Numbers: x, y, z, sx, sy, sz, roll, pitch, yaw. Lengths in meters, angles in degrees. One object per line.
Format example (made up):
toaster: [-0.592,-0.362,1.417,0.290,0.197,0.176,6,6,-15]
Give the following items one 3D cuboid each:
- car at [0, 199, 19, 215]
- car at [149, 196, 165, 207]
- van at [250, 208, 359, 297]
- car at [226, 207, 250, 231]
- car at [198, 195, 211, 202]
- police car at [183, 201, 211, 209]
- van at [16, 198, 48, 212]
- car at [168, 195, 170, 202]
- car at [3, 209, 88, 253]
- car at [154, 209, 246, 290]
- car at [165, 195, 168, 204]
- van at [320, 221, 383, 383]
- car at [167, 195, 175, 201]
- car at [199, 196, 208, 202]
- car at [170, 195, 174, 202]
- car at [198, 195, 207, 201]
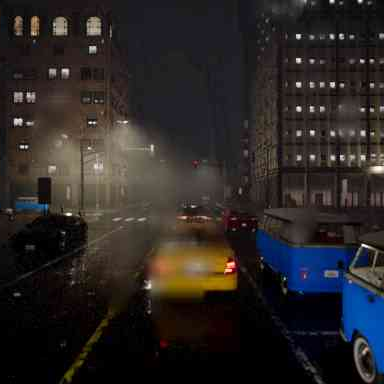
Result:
car: [-19.842,1.649,32.366,4.403,1.369,2.008,0,0,1]
car: [-5.678,1.618,51.877,1.802,1.307,4.206,1,0,0]
van: [2.703,1.350,8.279,1.690,1.788,3.998,1,0,0]
car: [2.701,1.563,19.432,1.887,1.381,4.507,1,0,0]
car: [2.703,1.586,63.179,2.008,1.369,4.403,1,0,0]
police car: [0.105,1.523,19.359,2.038,1.542,4.974,0,0,0]
van: [-19.734,1.561,40.748,3.998,1.788,1.690,0,0,1]
car: [-5.677,1.617,63.180,1.802,1.307,4.206,1,0,0]
car: [-5.680,1.580,13.862,1.947,1.339,4.313,1,0,0]
car: [0.097,1.466,9.039,1.801,1.575,5.366,0,0,0]
car: [-5.675,1.476,57.530,1.967,1.590,4.097,1,0,0]
van: [2.703,1.344,2.702,1.690,1.788,3.998,1,0,0]
car: [-5.676,1.554,91.269,1.752,1.417,4.829,1,0,0]
car: [2.704,1.582,80.133,2.008,1.369,4.403,1,0,0]
car: [-5.677,1.583,74.483,2.008,1.369,4.403,1,0,0]
car: [2.706,1.470,85.786,1.967,1.590,4.097,1,0,0]
